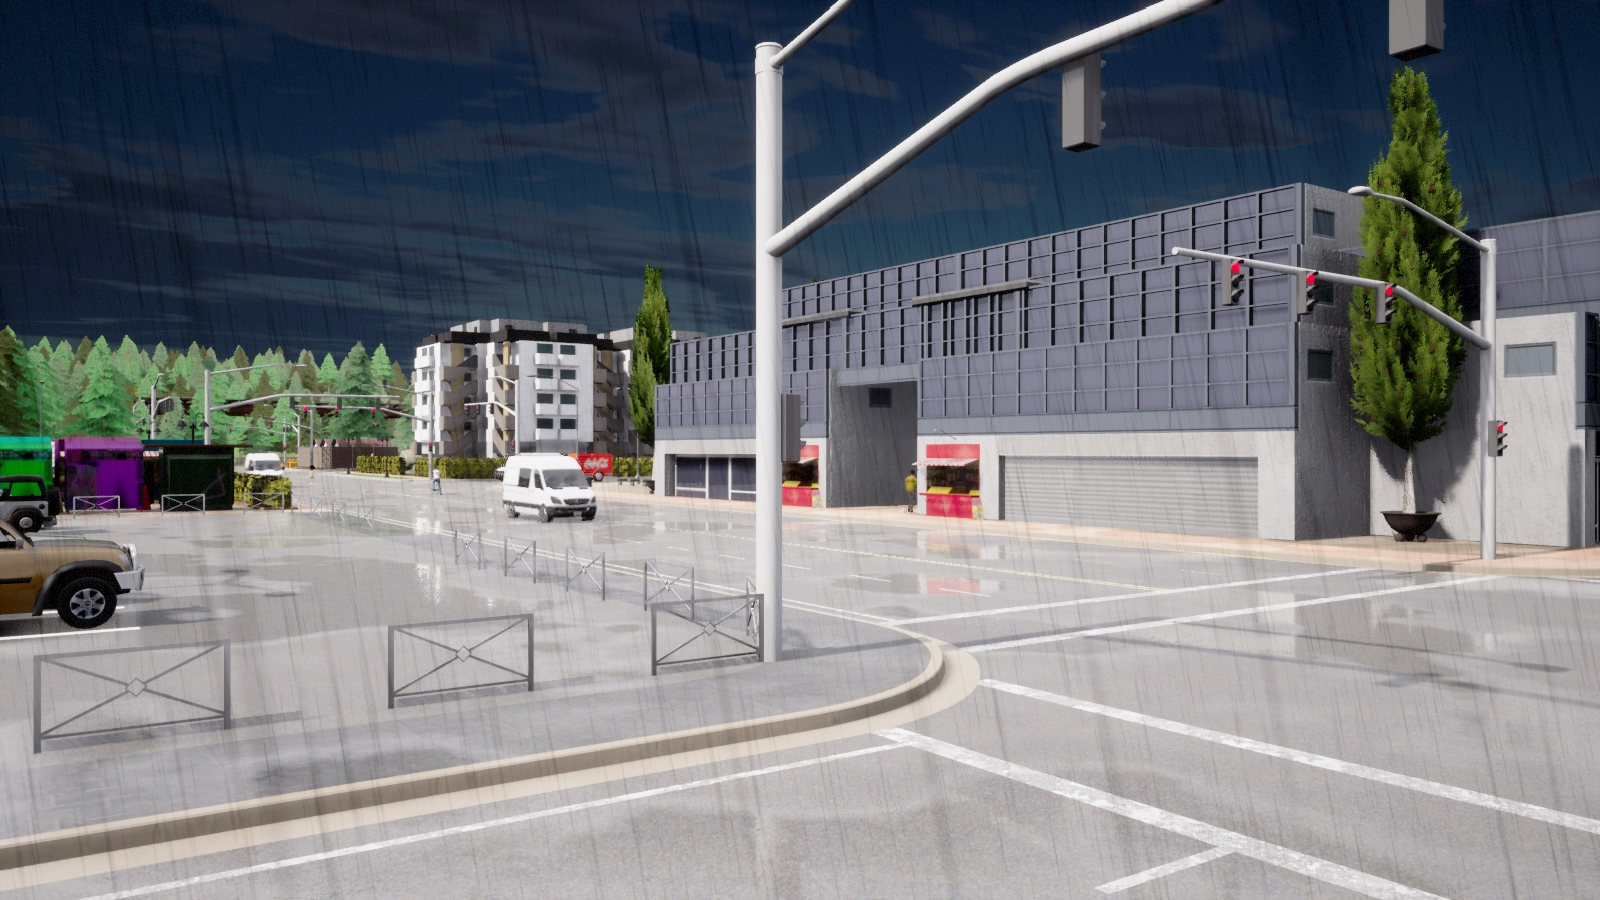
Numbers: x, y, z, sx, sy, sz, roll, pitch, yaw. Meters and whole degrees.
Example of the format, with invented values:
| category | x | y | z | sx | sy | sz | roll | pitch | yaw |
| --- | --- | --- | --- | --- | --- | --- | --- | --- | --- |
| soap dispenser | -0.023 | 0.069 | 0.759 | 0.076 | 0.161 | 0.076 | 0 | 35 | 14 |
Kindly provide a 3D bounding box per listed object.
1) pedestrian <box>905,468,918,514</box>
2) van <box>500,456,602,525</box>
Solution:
| category | x | y | z | sx | sy | sz | roll | pitch | yaw |
| --- | --- | --- | --- | --- | --- | --- | --- | --- | --- |
| pedestrian | 4.647 | 1.701 | 47.577 | 0.375 | 1.860 | 0.375 | 0 | 0 | 34 |
| van | -10.016 | 1.534 | 45.622 | 1.988 | 2.561 | 5.915 | 0 | 0 | -33 |
